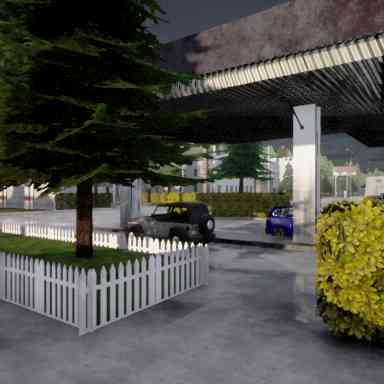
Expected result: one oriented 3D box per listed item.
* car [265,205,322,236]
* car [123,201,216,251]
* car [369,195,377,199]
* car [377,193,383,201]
[{"bbox_3d":[5.890,1.480,15.937,4.611,1.667,2.242,0,0,35],"label":"car"},{"bbox_3d":[-0.912,1.313,13.790,3.866,1.878,1.905,0,0,35],"label":"car"},{"bbox_3d":[33.119,1.298,60.206,2.007,1.523,4.514,0,0,35],"label":"car"},{"bbox_3d":[25.851,1.077,43.467,1.905,1.878,3.866,0,0,35],"label":"car"}]
